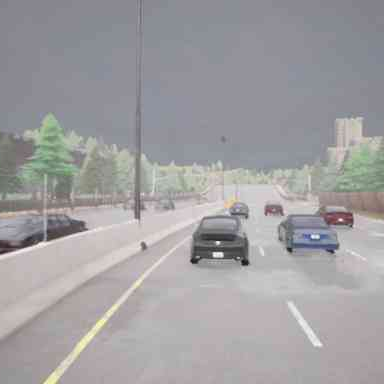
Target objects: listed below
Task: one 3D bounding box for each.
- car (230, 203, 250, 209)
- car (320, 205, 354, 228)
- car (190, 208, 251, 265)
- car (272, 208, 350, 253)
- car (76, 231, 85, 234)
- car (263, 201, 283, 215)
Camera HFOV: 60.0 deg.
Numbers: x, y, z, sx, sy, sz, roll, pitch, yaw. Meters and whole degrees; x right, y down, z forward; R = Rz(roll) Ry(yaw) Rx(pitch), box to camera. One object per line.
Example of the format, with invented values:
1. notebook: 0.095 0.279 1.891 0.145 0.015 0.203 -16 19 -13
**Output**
1. car: 4.662 1.765 32.932 2.033 1.411 5.357 0 0 10
2. car: 10.163 1.685 24.140 1.882 1.535 5.008 0 0 10
3. car: 1.065 1.582 12.113 1.837 1.490 4.892 0 0 7
4. car: 4.820 1.663 14.355 2.033 1.411 5.357 0 0 10
5. car: -6.074 1.579 13.341 2.033 1.411 5.357 0 0 8
6. car: 8.947 1.747 36.856 1.882 1.535 5.008 0 0 10
